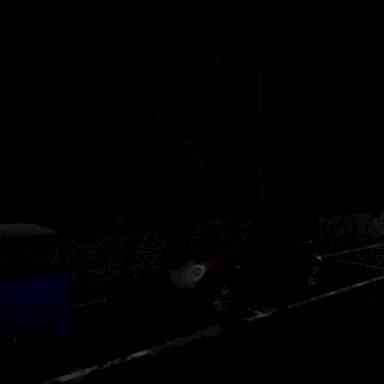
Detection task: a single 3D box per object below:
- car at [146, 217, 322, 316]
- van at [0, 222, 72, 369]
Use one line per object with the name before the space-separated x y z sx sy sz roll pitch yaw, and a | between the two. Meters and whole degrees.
car | 1.005 1.419 7.369 4.097 1.590 1.967 0 0 -36
van | -3.584 1.344 4.095 3.998 1.788 1.690 0 0 -36
